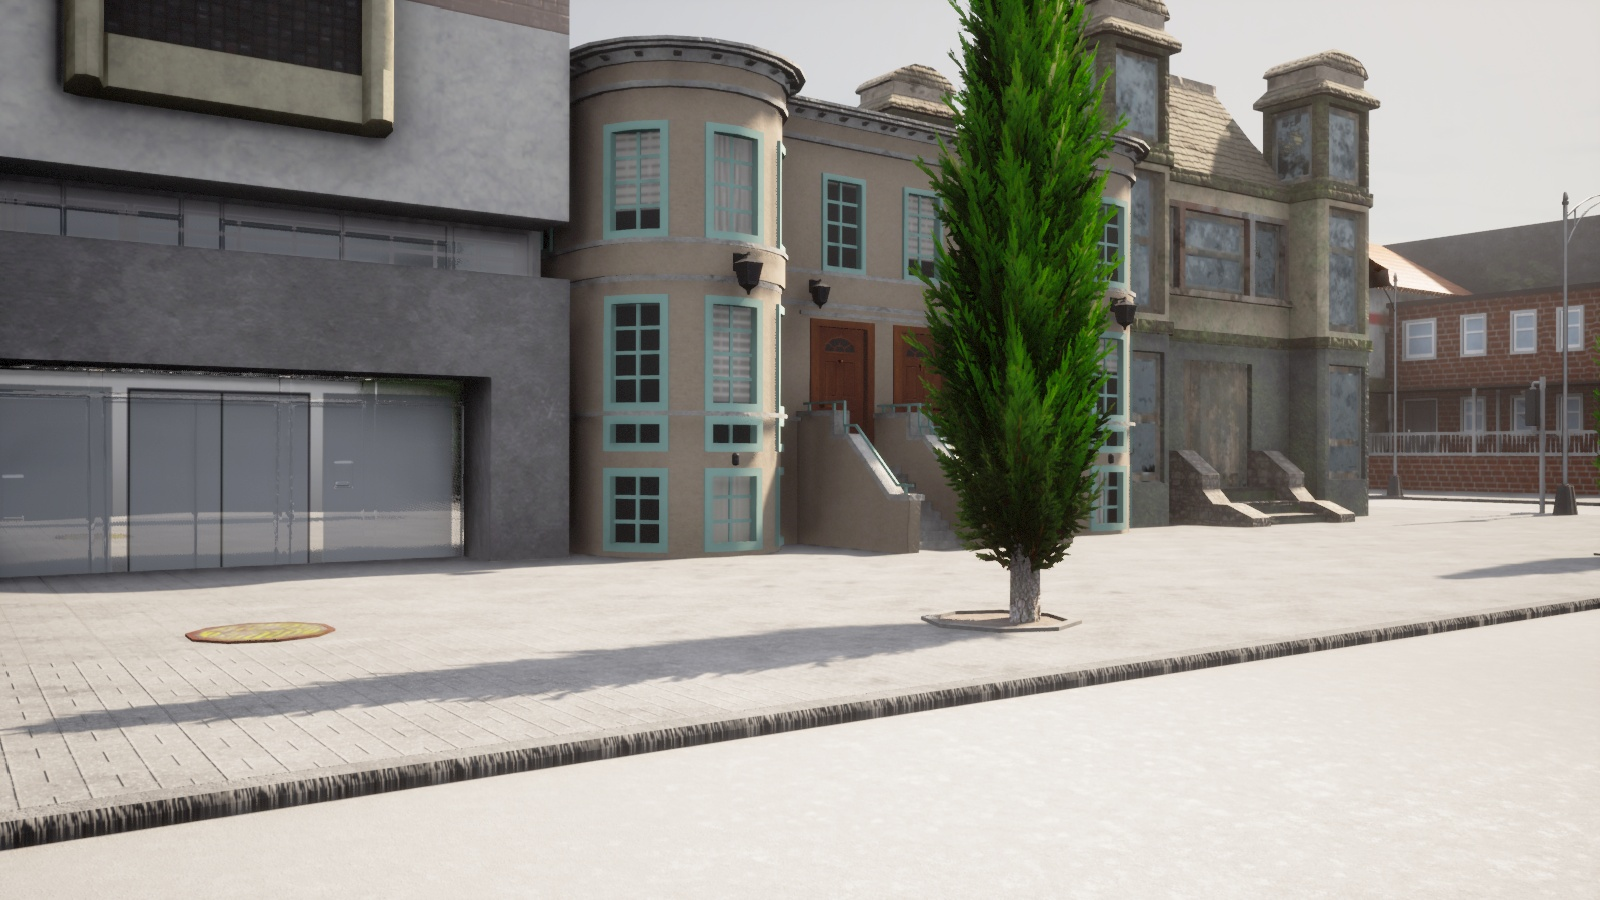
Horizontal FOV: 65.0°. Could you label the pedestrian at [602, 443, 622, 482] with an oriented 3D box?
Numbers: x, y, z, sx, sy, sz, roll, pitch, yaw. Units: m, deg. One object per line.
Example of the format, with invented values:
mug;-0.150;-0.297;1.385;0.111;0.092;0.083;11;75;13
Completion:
pedestrian;-9.422;0.625;62.905;0.659;1.952;0.873;0;0;-38
